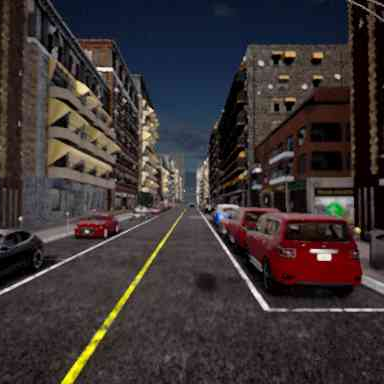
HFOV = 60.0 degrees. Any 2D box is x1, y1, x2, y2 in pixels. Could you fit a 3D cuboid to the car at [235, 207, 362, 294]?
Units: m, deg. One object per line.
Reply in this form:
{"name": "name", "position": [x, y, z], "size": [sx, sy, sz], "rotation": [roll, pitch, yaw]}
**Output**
{"name": "car", "position": [2.707, 1.474, 9.198], "size": [2.192, 1.841, 5.009], "rotation": [1, -1, 0]}

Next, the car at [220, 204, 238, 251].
{"name": "car", "position": [2.707, 1.597, 14.721], "size": [2.192, 1.841, 5.009], "rotation": [1, -1, 0]}

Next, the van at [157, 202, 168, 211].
{"name": "van", "position": [-5.679, 2.795, 64.417], "size": [1.690, 1.788, 3.998], "rotation": [1, -1, 0]}

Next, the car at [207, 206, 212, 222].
{"name": "car", "position": [2.701, 2.243, 31.279], "size": [1.802, 1.307, 4.206], "rotation": [1, -1, 0]}

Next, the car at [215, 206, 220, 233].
{"name": "car", "position": [2.704, 1.846, 20.241], "size": [1.967, 1.590, 4.097], "rotation": [1, -1, 0]}

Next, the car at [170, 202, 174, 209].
{"name": "car", "position": [-5.679, 2.907, 69.940], "size": [2.192, 1.841, 5.009], "rotation": [1, -1, 0]}

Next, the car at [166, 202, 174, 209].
{"name": "car", "position": [-5.683, 3.457, 86.501], "size": [1.967, 1.590, 4.097], "rotation": [1, -1, 0]}

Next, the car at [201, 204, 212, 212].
{"name": "car", "position": [2.697, 3.002, 64.414], "size": [1.887, 1.381, 4.507], "rotation": [1, -1, 0]}

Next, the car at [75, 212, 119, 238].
{"name": "car", "position": [-5.678, 1.948, 20.235], "size": [1.887, 1.381, 4.507], "rotation": [1, -1, 0]}

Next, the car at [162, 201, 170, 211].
{"name": "car", "position": [-5.678, 2.633, 58.894], "size": [2.192, 1.841, 5.009], "rotation": [1, -1, 0]}

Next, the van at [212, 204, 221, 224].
{"name": "van", "position": [2.705, 1.874, 25.763], "size": [1.690, 1.788, 3.998], "rotation": [1, -1, 0]}

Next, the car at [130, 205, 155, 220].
{"name": "car", "position": [-5.680, 2.339, 36.801], "size": [2.008, 1.369, 4.403], "rotation": [1, -1, 0]}

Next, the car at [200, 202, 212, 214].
{"name": "car", "position": [2.699, 2.753, 53.367], "size": [1.947, 1.339, 4.313], "rotation": [1, -1, 0]}

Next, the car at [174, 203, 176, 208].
{"name": "car", "position": [-5.685, 3.439, 80.975], "size": [1.947, 1.339, 4.313], "rotation": [1, -1, 0]}

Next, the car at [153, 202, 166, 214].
{"name": "car", "position": [-5.682, 2.766, 53.364], "size": [1.802, 1.307, 4.206], "rotation": [1, -1, 0]}

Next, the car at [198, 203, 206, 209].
{"name": "car", "position": [2.695, 3.586, 86.499], "size": [1.947, 1.339, 4.313], "rotation": [1, -2, 0]}

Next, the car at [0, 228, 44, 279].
{"name": "car", "position": [-5.677, 1.722, 9.189], "size": [1.947, 1.339, 4.313], "rotation": [1, -1, 0]}
